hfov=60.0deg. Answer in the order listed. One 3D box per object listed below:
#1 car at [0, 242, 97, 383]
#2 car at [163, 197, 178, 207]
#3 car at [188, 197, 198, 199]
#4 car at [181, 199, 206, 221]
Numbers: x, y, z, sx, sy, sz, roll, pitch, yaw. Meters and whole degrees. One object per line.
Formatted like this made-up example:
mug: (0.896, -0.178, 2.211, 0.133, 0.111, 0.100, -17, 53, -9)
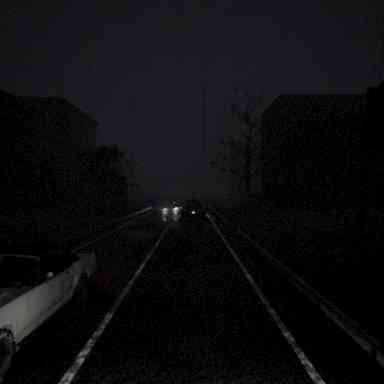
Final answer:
car: (-3.100, 1.599, 5.376, 1.895, 1.301, 4.718, 0, 0, 0)
car: (-3.069, 1.444, 48.368, 1.837, 1.490, 4.892, 0, -1, 0)
car: (0.107, 1.435, 42.932, 1.837, 1.490, 4.892, 0, 0, 0)
car: (0.104, 1.524, 27.108, 1.994, 1.385, 4.181, 0, 0, 0)
